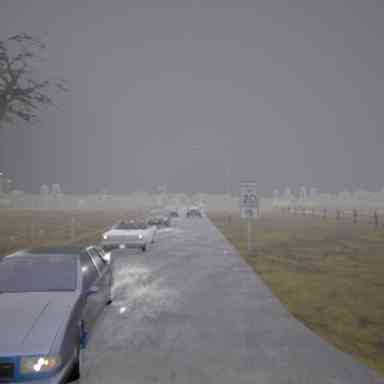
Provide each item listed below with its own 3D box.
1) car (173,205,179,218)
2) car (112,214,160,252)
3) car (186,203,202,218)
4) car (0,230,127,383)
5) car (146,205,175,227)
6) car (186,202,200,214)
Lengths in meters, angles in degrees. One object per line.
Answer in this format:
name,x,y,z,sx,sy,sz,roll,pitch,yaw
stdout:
car,-2.687,2.472,42.931,1.882,1.535,5.008,-1,-1,1
car,-2.818,1.961,15.731,1.895,1.301,4.718,-1,-1,0
car,0.206,2.470,42.108,1.812,1.442,4.674,-1,-1,0
car,-2.464,1.686,5.773,2.033,1.411,5.357,0,-1,-6
car,-2.779,2.153,28.334,1.837,1.490,4.892,-1,-1,0
car,0.179,2.559,52.858,2.097,1.767,4.553,-1,-1,0
